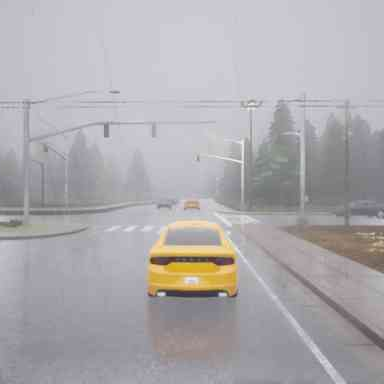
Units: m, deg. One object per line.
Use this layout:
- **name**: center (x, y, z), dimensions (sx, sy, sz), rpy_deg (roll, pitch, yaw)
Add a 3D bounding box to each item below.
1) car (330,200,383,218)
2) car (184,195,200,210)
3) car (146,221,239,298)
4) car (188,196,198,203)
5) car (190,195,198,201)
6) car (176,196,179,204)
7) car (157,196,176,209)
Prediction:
- **car**: center (14.890, 1.522, 29.587), dimensions (4.892, 1.490, 1.837), rpy_deg (0, 0, 1)
- **car**: center (-0.011, 1.464, 42.262), dimensions (1.882, 1.535, 5.008), rpy_deg (0, 0, 0)
- **car**: center (0.043, 1.472, 8.599), dimensions (1.882, 1.535, 5.008), rpy_deg (0, 0, 1)
- **car**: center (0.250, 1.514, 72.822), dimensions (2.033, 1.411, 5.357), rpy_deg (0, 0, 2)
- **car**: center (0.641, 1.415, 83.215), dimensions (1.837, 1.490, 4.892), rpy_deg (0, 0, 2)
- **car**: center (-3.587, 1.583, 55.199), dimensions (1.895, 1.301, 4.718), rpy_deg (0, 0, 1)
- **car**: center (-3.610, 1.533, 45.021), dimensions (2.033, 1.411, 5.357), rpy_deg (0, 0, 0)
